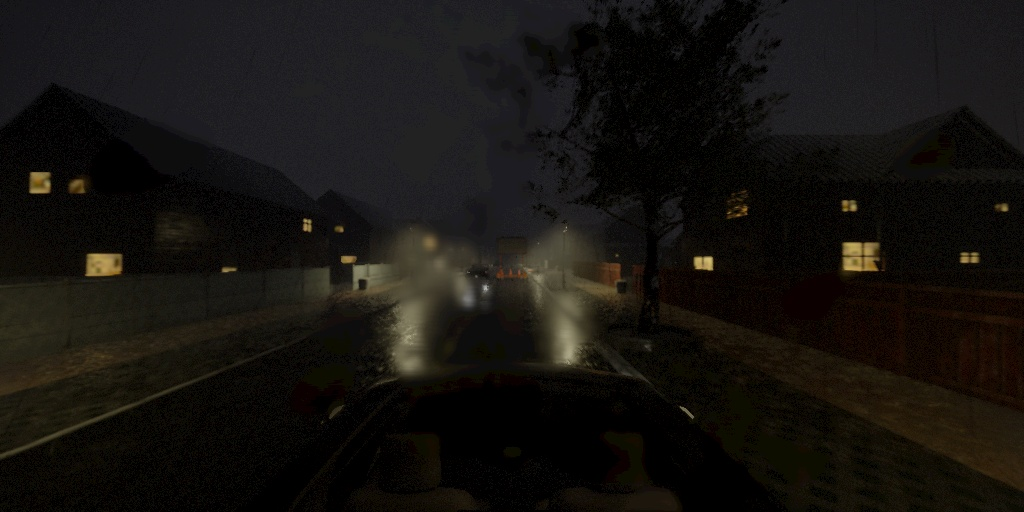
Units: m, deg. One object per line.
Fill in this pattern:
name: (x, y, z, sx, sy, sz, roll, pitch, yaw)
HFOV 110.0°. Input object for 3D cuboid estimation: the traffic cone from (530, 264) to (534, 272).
traffic cone: (1.988, 1.460, 41.216, 0.340, 0.580, 0.340, 0, 0, -7)

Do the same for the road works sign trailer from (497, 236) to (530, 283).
road works sign trailer: (-0.002, 0.244, 28.212, 2.380, 3.560, 2.880, 0, 0, 0)

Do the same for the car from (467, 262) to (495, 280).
car: (-2.849, 1.392, 31.772, 1.895, 1.301, 4.718, 0, 0, 0)
